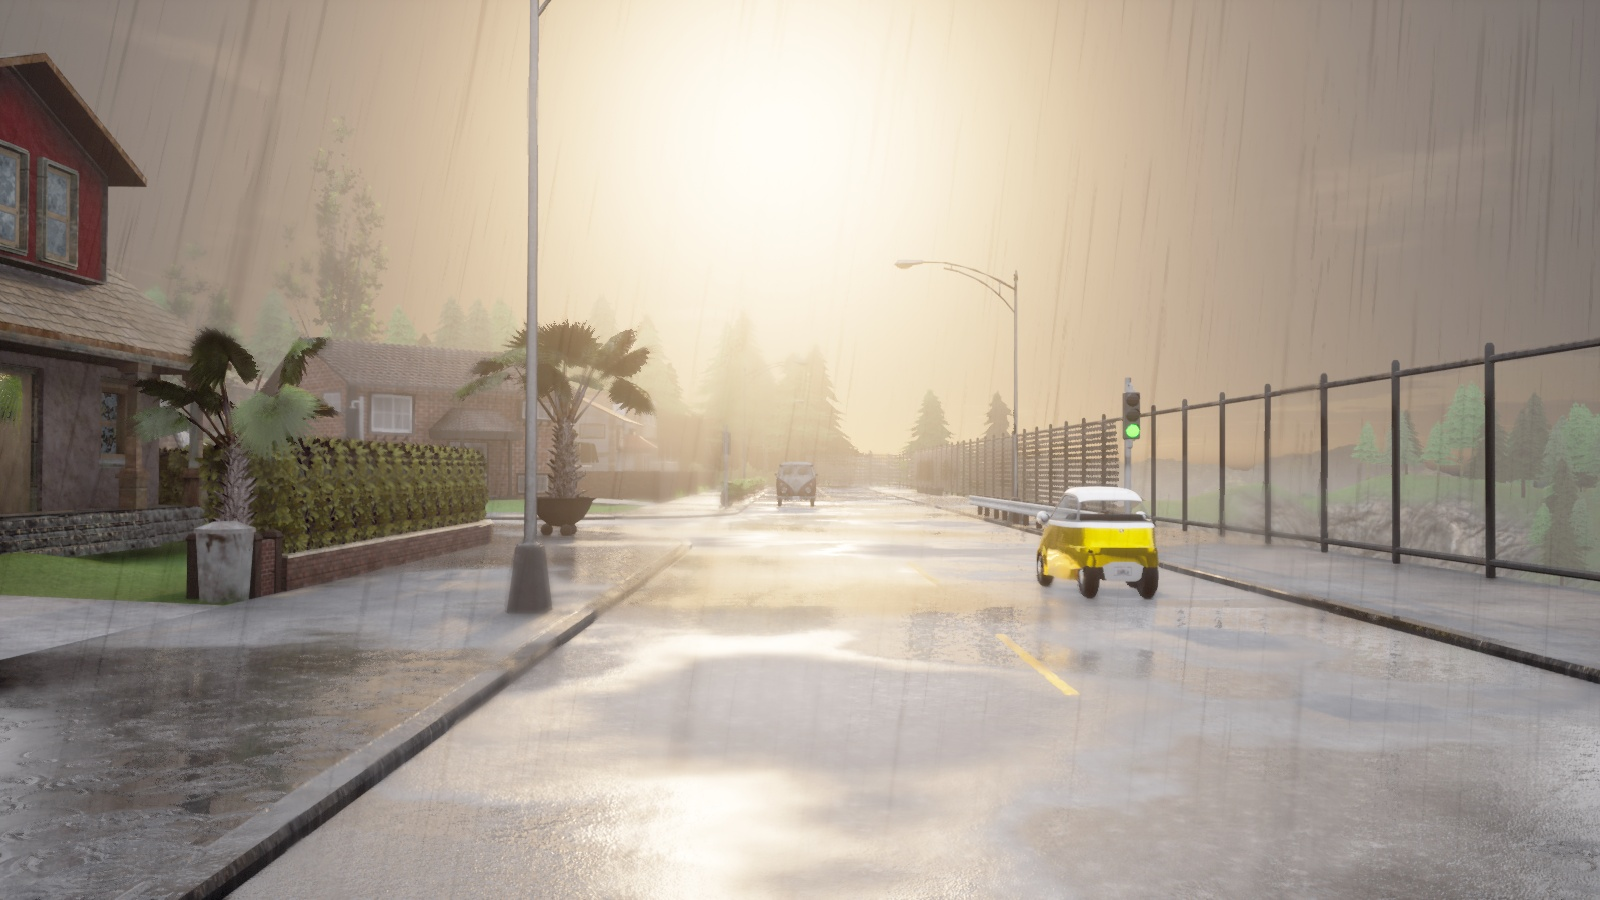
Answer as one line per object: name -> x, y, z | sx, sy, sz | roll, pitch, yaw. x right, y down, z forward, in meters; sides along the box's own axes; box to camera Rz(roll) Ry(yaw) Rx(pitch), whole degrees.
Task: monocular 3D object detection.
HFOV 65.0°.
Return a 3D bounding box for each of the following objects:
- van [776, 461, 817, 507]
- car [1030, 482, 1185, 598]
van -> -0.157, 1.509, 56.159 | 1.775, 1.987, 4.442 | 0, -1, 0
car -> 3.959, 1.129, 16.461 | 1.481, 1.376, 2.207 | 0, 0, 0
